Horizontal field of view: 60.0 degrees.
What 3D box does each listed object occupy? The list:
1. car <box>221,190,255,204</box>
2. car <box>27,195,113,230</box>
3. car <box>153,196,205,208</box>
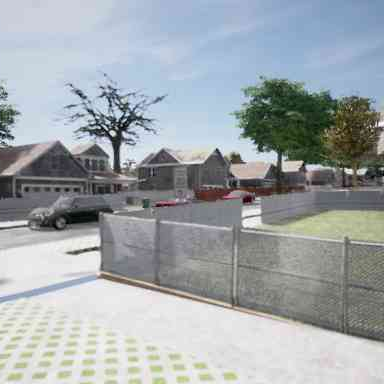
[{"bbox_3d":[4.898,0.572,35.019,1.882,1.535,5.008,0,2,35],"label":"car"},{"bbox_3d":[-6.678,0.997,18.563,2.097,1.767,4.553,0,2,35],"label":"car"},{"bbox_3d":[-0.997,0.974,26.651,1.895,1.301,4.718,0,2,35],"label":"car"}]
